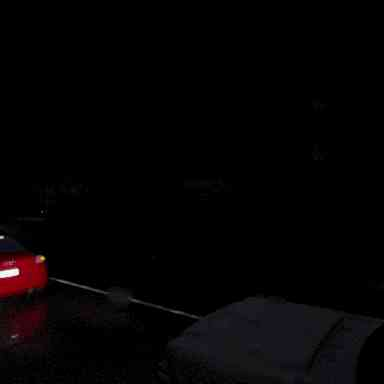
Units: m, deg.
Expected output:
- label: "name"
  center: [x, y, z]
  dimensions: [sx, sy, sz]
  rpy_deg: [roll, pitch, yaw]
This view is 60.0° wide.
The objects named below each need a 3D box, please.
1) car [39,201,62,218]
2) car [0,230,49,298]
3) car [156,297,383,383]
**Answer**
- label: "car"
  center: [-11.366, 1.465, 30.295]
  dimensions: [1.837, 1.490, 4.892]
  rpy_deg: [0, 0, 35]
- label: "car"
  center: [-5.181, 1.564, 7.734]
  dimensions: [4.181, 1.385, 1.994]
  rpy_deg: [0, 0, 37]
- label: "car"
  center: [1.998, 1.601, 2.560]
  dimensions: [4.718, 1.301, 1.895]
  rpy_deg: [0, 0, 36]
